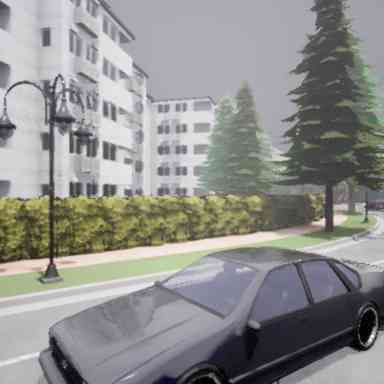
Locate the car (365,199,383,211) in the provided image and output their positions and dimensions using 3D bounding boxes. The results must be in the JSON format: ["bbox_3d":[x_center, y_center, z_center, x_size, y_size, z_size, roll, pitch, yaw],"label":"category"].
[{"bbox_3d":[22.519,1.581,39.871,1.994,1.385,4.181,0,0,5],"label":"car"}]

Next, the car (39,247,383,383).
[{"bbox_3d":[0.894,1.549,4.650,5.357,1.411,2.033,0,0,-36],"label":"car"}]
